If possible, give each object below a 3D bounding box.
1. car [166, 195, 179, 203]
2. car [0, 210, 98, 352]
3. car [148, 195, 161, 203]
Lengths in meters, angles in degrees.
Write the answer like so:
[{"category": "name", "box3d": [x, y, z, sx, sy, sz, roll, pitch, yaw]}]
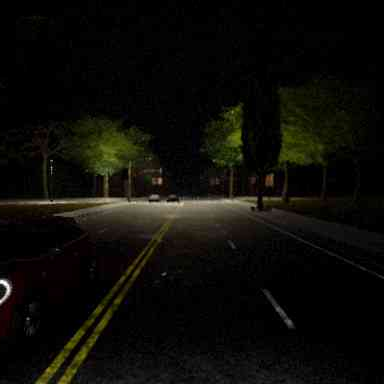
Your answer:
[{"category": "car", "box3d": [-3.223, 1.206, 56.866, 1.994, 1.385, 4.181, 0, 0, 1]}, {"category": "car", "box3d": [-3.346, 1.307, 6.220, 2.097, 1.767, 4.553, 0, 0, 0]}, {"category": "car", "box3d": [-6.457, 1.182, 58.259, 2.033, 1.411, 5.357, 0, 0, 0]}]
